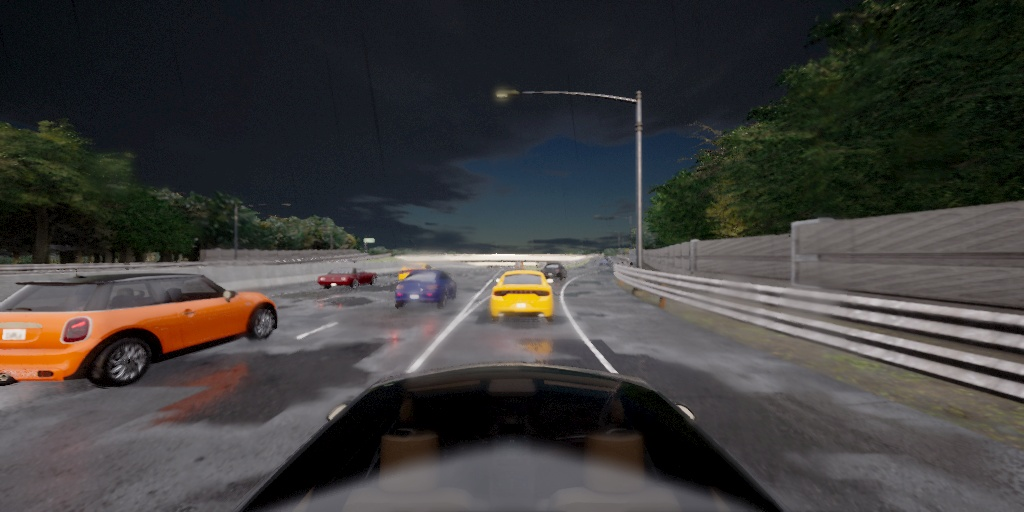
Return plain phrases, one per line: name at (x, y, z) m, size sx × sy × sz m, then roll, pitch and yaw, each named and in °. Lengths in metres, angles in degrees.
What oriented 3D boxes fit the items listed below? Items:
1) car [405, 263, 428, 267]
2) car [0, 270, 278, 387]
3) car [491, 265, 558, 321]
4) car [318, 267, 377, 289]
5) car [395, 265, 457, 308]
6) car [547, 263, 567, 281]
car at (-6.911, 1.268, 26.728) m, size 1.882 × 1.535 × 5.008 m, roll 0°, pitch 0°, yaw 0°
car at (-6.903, 1.109, 7.101) m, size 2.097 × 1.767 × 4.553 m, roll 0°, pitch 0°, yaw 0°
car at (0.425, 1.239, 12.556) m, size 1.882 × 1.535 × 5.008 m, roll 0°, pitch 0°, yaw 4°
car at (-10.410, 1.382, 23.164) m, size 1.895 × 1.301 × 4.718 m, roll 0°, pitch 0°, yaw 0°
car at (-3.506, 1.295, 15.166) m, size 1.812 × 1.442 × 4.674 m, roll 0°, pitch 0°, yaw 0°
car at (3.710, 1.341, 31.323) m, size 1.812 × 1.442 × 4.674 m, roll 0°, pitch -1°, yaw 15°
